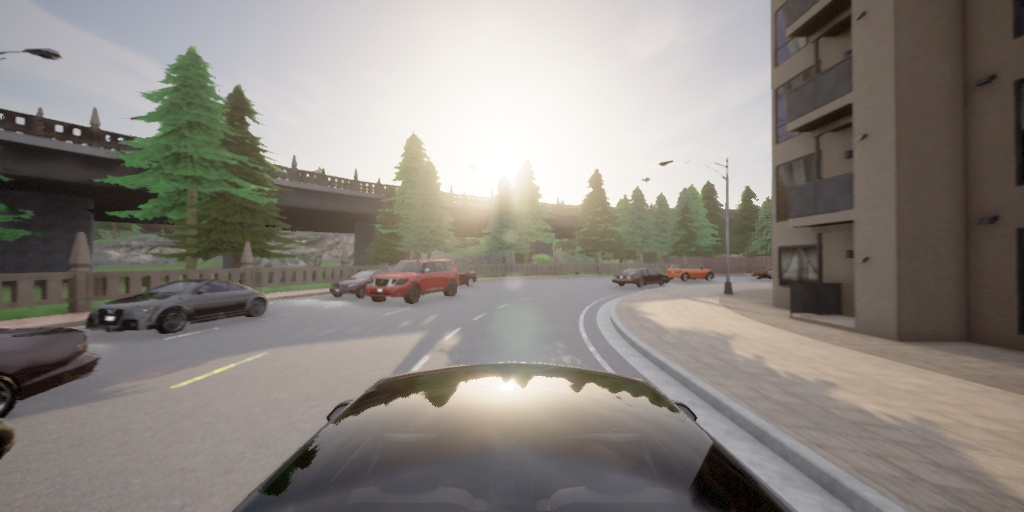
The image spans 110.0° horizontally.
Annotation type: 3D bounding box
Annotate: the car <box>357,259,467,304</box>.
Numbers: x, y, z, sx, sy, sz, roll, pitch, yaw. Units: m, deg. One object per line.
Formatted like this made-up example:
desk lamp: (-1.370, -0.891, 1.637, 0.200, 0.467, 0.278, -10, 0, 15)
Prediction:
car: (-4.720, 1.163, 18.060, 2.150, 2.045, 5.566, 0, -1, 21)

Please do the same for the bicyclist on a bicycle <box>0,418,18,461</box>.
bicyclist on a bicycle: (-3.135, 1.205, 1.781, 1.656, 1.620, 0.582, -2, -1, 0)

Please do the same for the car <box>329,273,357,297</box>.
car: (-7.956, 1.492, 20.259, 1.812, 1.442, 4.674, 0, -1, 21)

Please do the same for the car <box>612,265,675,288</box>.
car: (9.812, 1.598, 27.162, 5.357, 1.411, 2.033, 1, -1, -38)

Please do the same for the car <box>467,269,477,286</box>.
car: (-4.636, 1.515, 26.250, 1.882, 1.535, 5.008, 0, -1, 33)

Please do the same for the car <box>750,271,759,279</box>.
car: (26.982, 1.765, 36.285, 4.718, 1.301, 1.895, 0, -1, -3)

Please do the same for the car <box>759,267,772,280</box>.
car: (25.936, 1.613, 32.718, 4.902, 1.511, 2.128, 0, -1, -5)

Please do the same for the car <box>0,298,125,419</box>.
car: (-6.973, 1.308, 2.757, 2.033, 1.411, 5.357, 0, -1, 2)

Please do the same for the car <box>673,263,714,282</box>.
car: (17.218, 1.495, 34.657, 4.553, 1.767, 2.097, 0, -1, -20)

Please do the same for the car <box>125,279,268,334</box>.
car: (-9.850, 1.422, 11.031, 1.994, 1.385, 4.181, 0, -1, 9)
